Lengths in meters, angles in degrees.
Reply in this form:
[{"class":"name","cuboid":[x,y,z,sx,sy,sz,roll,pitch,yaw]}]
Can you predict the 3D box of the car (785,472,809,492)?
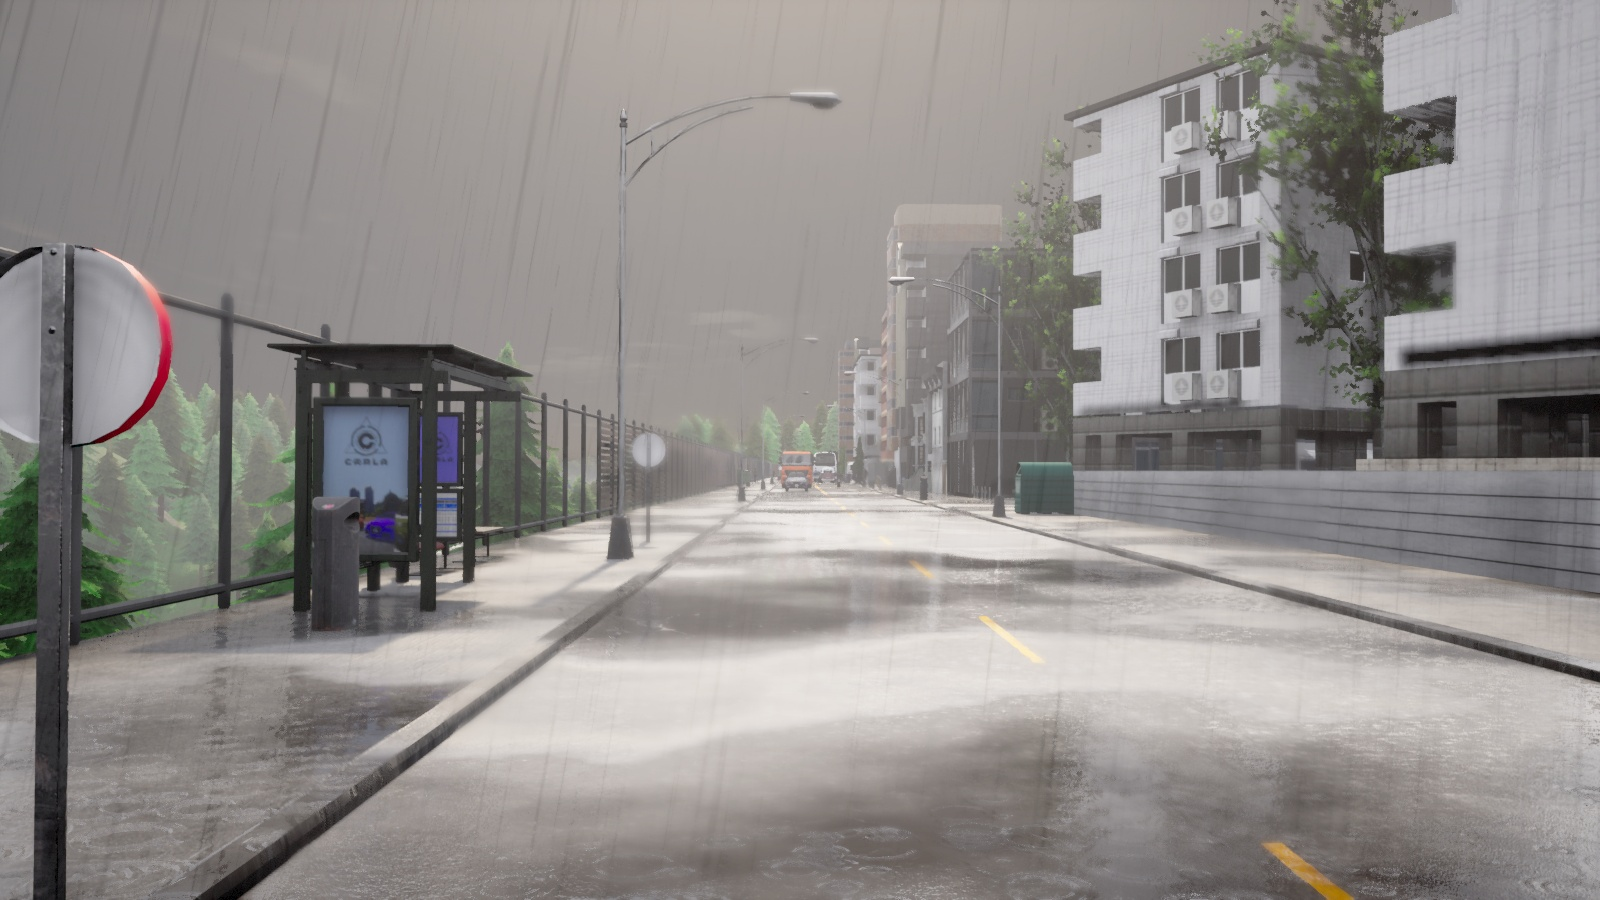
[{"class":"car","cuboid":[-0.232,2.445,96.449,1.816,1.474,4.193,0,-1,0]}]
